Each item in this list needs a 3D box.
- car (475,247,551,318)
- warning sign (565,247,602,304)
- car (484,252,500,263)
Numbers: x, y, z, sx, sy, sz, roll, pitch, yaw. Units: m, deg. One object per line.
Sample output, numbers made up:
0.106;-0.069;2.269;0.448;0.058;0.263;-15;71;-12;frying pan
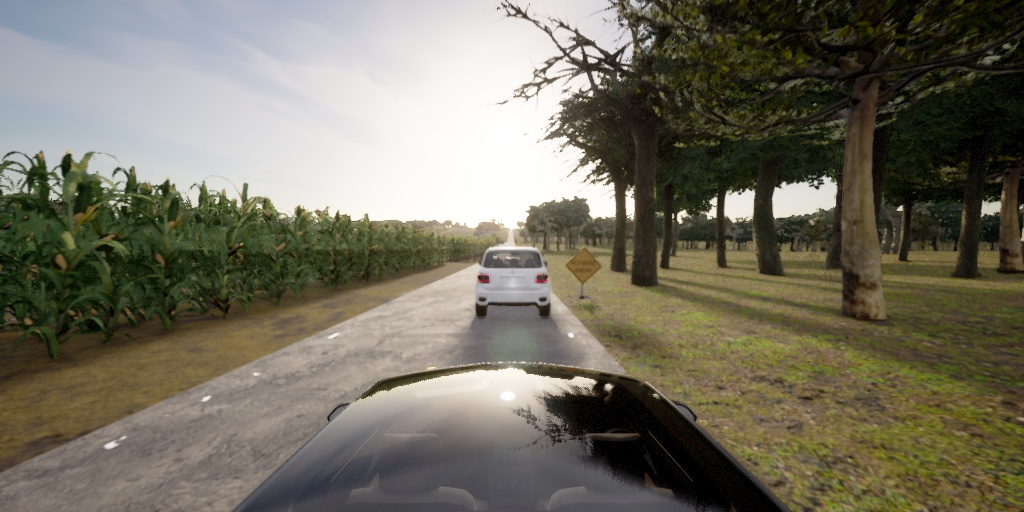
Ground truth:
0.045;0.733;12.090;2.150;2.045;5.566;0;0;1;car
2.446;0.620;12.614;1.300;1.860;1.060;0;0;0;warning sign
-2.850;0.193;52.803;2.033;1.411;5.357;0;1;0;car
